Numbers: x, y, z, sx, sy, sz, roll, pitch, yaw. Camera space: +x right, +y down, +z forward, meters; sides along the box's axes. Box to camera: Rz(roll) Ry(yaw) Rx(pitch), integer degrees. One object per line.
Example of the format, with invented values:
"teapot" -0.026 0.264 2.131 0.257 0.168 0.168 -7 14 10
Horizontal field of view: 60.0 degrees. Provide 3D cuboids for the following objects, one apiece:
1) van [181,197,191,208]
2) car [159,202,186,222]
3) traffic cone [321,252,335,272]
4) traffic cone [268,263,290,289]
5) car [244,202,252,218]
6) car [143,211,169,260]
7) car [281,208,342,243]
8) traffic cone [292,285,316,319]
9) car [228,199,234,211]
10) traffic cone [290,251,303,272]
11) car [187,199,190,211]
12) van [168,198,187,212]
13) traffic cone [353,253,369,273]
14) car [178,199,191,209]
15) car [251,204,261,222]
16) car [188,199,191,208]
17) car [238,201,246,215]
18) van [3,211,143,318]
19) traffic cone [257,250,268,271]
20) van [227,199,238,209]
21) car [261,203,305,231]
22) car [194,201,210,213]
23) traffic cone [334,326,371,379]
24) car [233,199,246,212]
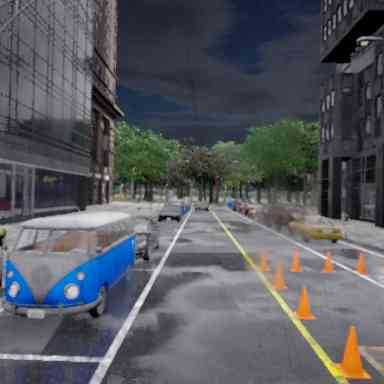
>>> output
"van" -1.060 1.941 61.540 1.690 1.788 3.998 1 -1 1
"car" -1.821 1.812 28.922 1.947 1.339 4.313 1 -1 1
"traffic cone" 4.227 2.155 10.289 0.340 0.580 0.340 1 -1 1
"traffic cone" 2.182 2.089 8.337 0.340 0.580 0.340 1 -1 1
"car" 6.831 2.026 34.329 1.752 1.417 4.829 1 -1 1
"car" -2.199 1.625 12.615 2.008 1.369 4.403 1 -1 1
"car" 6.453 1.853 18.021 1.752 1.417 4.829 1 -1 1
"traffic cone" 2.135 2.068 6.337 0.340 0.580 0.340 1 -1 1
"car" 7.210 1.990 50.468 2.192 1.841 5.009 1 -1 1
"traffic cone" 3.227 2.132 10.312 0.340 0.580 0.340 1 -1 1
"car" -1.572 1.886 39.625 1.752 1.417 4.829 1 -1 1
"van" -1.690 1.645 34.360 1.690 1.788 3.998 1 -1 1
"traffic cone" 5.226 2.178 10.265 0.340 0.580 0.340 1 -1 1
"car" -1.188 1.980 56.102 1.967 1.590 4.097 1 -1 1
"car" 6.700 1.992 28.722 2.008 1.369 4.403 1 -1 1
"car" -1.443 1.987 45.230 1.947 1.339 4.313 1 -1 1
"car" 6.953 2.102 39.594 1.887 1.381 4.507 1 -1 1
"van" -2.320 1.359 7.181 1.690 1.788 3.998 1 -1 1
"traffic cone" 2.228 2.110 10.336 0.340 0.580 0.340 1 -1 1
"van" 7.461 2.135 61.340 1.690 1.788 3.998 1 -1 1
"car" 6.579 1.698 23.289 2.192 1.841 5.009 1 -1 1
"car" 1.335 1.996 45.743 1.837 1.490 4.892 1 -1 1
"traffic cone" 2.089 2.047 4.338 0.340 0.580 0.340 1 -1 1
"car" 7.081 2.056 45.031 1.967 1.590 4.097 1 -1 1
